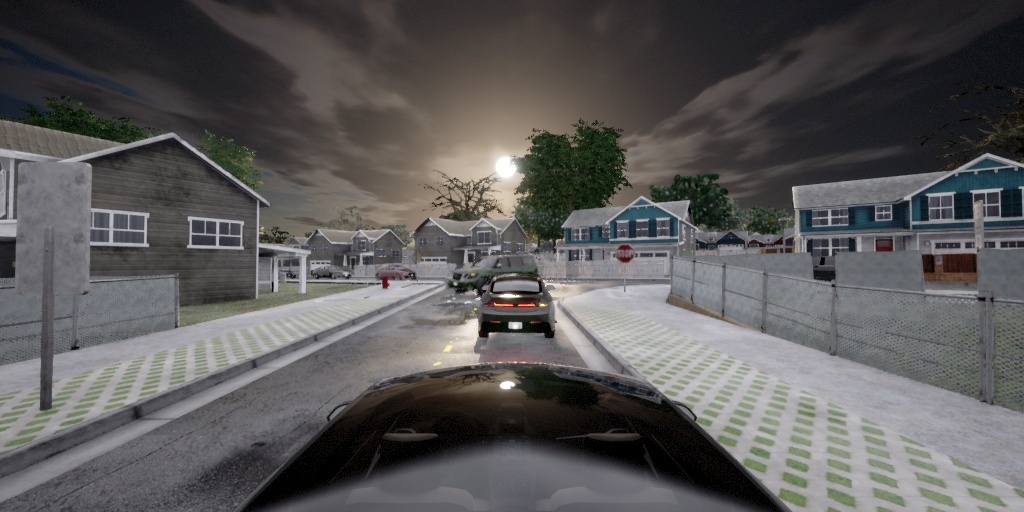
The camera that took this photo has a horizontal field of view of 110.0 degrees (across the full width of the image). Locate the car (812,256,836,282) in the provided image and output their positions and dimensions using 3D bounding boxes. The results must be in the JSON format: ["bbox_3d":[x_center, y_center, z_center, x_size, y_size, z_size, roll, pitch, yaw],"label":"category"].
[{"bbox_3d":[15.699,0.774,18.559,4.892,1.490,1.837,-2,-2,35],"label":"car"}]

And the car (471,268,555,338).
[{"bbox_3d":[0.163,1.258,10.192,1.837,1.490,4.892,0,0,2],"label":"car"}]

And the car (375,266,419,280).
[{"bbox_3d":[-10.482,1.562,32.645,4.181,1.385,1.994,-2,-2,32],"label":"car"}]

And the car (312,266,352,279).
[{"bbox_3d":[-19.024,1.761,37.821,4.902,1.511,2.128,-2,-2,30],"label":"car"}]

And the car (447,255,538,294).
[{"bbox_3d":[-0.867,0.968,19.566,2.150,2.045,5.566,-1,0,45],"label":"car"}]

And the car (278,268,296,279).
[{"bbox_3d":[-27.725,2.110,42.830,4.181,1.385,1.994,-2,-2,30],"label":"car"}]
